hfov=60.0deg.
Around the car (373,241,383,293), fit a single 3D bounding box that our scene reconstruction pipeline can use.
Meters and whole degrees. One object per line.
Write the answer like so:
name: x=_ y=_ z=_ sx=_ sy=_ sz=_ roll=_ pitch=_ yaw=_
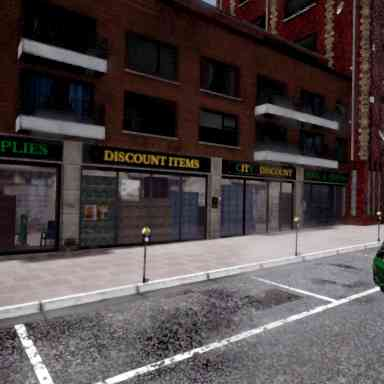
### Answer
car: x=6.339 y=1.230 z=7.492 sx=5.566 sy=2.045 sz=2.150 roll=0 pitch=0 yaw=-36
